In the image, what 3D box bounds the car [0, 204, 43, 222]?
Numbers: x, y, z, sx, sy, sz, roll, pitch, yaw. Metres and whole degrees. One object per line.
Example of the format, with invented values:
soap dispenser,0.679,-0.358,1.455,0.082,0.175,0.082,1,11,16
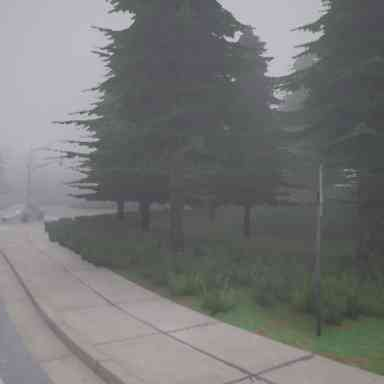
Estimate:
car,-14.236,1.729,28.003,1.812,1.442,4.674,0,-1,-1
